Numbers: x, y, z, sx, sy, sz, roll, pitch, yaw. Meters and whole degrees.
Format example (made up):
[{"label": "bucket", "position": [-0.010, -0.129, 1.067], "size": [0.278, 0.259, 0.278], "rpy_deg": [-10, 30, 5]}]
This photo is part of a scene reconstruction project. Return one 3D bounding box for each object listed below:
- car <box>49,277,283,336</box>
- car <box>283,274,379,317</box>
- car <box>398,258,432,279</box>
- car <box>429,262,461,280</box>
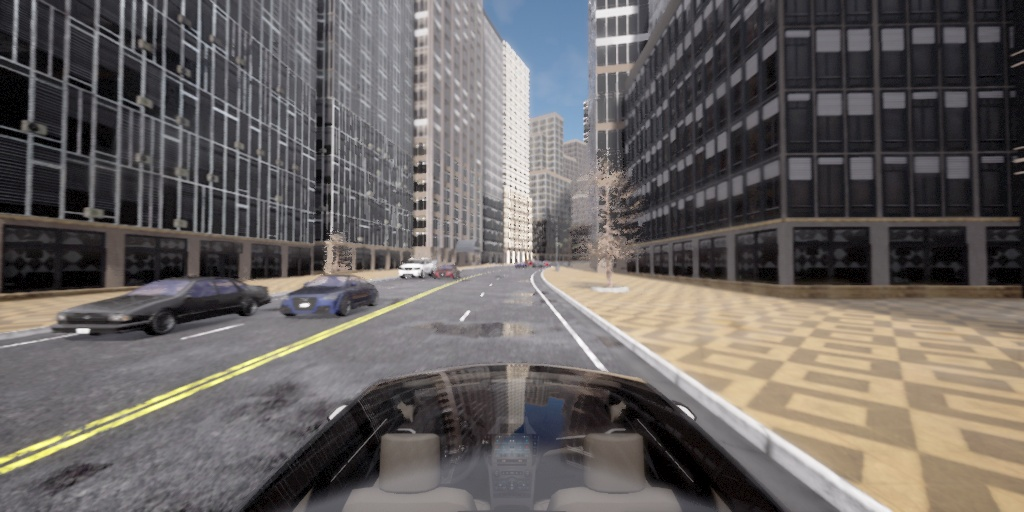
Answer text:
[{"label": "car", "position": [-9.837, 1.356, 10.918], "size": [2.033, 1.411, 5.357], "rpy_deg": [0, 0, 1]}, {"label": "car", "position": [-6.583, 1.391, 13.392], "size": [1.994, 1.385, 4.181], "rpy_deg": [0, 0, 0]}, {"label": "car", "position": [-9.409, 1.198, 35.771], "size": [2.150, 2.045, 5.566], "rpy_deg": [0, -1, 3]}, {"label": "car", "position": [-6.222, 1.528, 34.543], "size": [1.994, 1.385, 4.181], "rpy_deg": [0, 0, 3]}]
